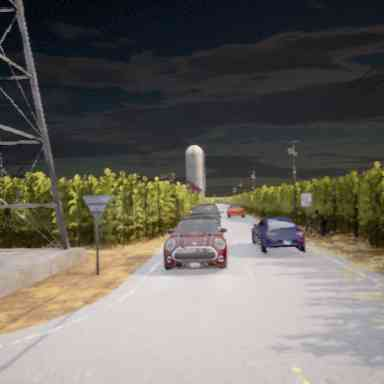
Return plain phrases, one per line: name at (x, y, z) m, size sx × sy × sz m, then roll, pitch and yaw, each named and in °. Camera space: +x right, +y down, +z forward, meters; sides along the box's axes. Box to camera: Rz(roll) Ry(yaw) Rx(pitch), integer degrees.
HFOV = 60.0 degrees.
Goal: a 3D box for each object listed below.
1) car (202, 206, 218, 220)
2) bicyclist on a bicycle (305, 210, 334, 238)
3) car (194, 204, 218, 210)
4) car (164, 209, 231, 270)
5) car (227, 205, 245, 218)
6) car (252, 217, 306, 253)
car at (2.358, 2.640, 42.292) m, size 1.882 × 1.535 × 5.008 m, roll -2°, pitch -2°, yaw 4°
bicyclist on a bicycle at (7.388, 1.853, 19.306) m, size 1.656 × 1.620 × 0.582 m, roll 0°, pitch -2°, yaw 4°
car at (1.114, 1.935, 25.197) m, size 2.150 × 2.045 × 5.566 m, roll -2°, pitch -2°, yaw 4°
car at (0.234, 1.731, 12.551) m, size 2.097 × 1.767 × 4.553 m, roll -2°, pitch -2°, yaw 4°
car at (5.810, 2.466, 44.291) m, size 2.097 × 1.767 × 4.553 m, roll -2°, pitch -2°, yaw 4°
car at (3.899, 1.875, 15.416) m, size 1.812 × 1.442 × 4.674 m, roll -2°, pitch -2°, yaw 3°
